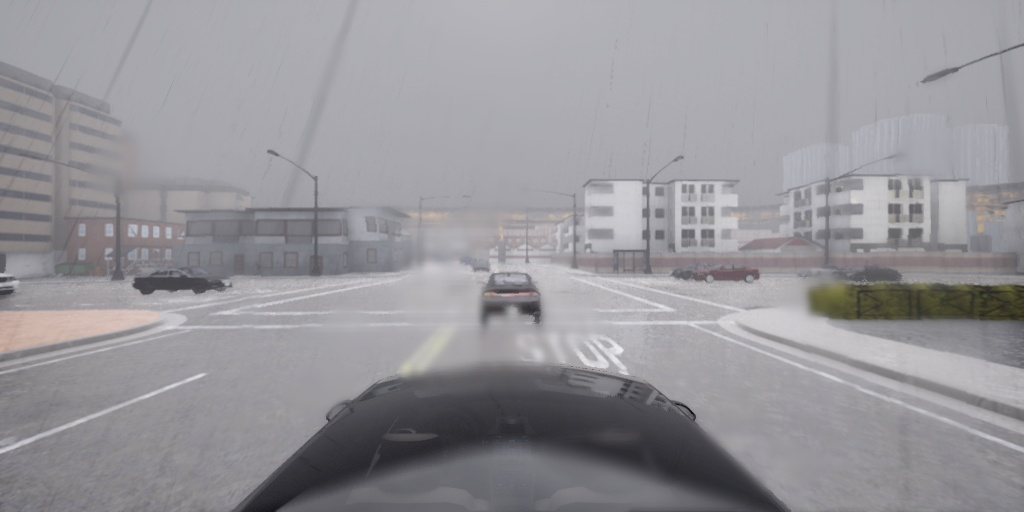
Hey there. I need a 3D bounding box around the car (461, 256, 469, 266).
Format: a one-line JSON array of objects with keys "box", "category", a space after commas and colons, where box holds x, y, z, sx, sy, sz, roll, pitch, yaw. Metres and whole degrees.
[{"box": [-7.457, 0.800, 62.084, 1.882, 1.535, 5.008, 0, 1, -23], "category": "car"}]

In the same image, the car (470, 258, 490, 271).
[{"box": [-3.667, 1.224, 44.669, 2.033, 1.411, 5.357, 0, 1, 0], "category": "car"}]

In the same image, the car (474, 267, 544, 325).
[{"box": [-0.108, 1.291, 12.071, 2.128, 1.511, 4.902, 0, 0, -3], "category": "car"}]

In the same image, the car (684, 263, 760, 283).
[{"box": [16.856, 1.324, 28.505, 5.008, 1.535, 1.882, 0, 0, 1], "category": "car"}]

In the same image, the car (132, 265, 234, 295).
[{"box": [-19.171, 1.428, 21.014, 4.902, 1.511, 2.128, -1, 0, -1], "category": "car"}]

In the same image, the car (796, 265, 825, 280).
[{"box": [28.086, 1.459, 31.667, 4.718, 1.301, 1.895, 0, 0, 2], "category": "car"}]

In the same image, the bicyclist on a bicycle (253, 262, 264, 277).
[{"box": [-26.410, 1.397, 37.319, 0.582, 1.620, 1.656, -1, 0, -1], "category": "bicyclist on a bicycle"}]

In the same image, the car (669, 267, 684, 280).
[{"box": [16.614, 1.351, 32.007, 4.902, 1.511, 2.128, 0, 0, 1], "category": "car"}]

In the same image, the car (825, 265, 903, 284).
[{"box": [27.766, 1.409, 28.145, 4.181, 1.385, 1.994, 0, 0, 2], "category": "car"}]

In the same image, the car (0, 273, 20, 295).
[{"box": [-32.360, 1.384, 20.696, 5.566, 2.045, 2.150, -1, 0, -1], "category": "car"}]

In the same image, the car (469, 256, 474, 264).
[{"box": [-4.878, 1.069, 53.824, 1.994, 1.385, 4.181, 0, 1, -13], "category": "car"}]
